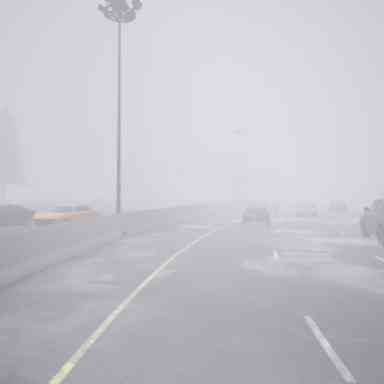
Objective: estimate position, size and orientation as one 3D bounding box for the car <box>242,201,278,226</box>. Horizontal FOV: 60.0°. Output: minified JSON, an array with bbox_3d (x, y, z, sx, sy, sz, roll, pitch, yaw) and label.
[{"bbox_3d":[4.806,1.559,24.187,2.128,1.511,4.902,0,0,17],"label":"car"}]

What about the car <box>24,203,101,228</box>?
[{"bbox_3d":[-7.499,1.463,20.378,1.882,1.535,5.008,0,0,15],"label":"car"}]

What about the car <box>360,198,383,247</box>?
[{"bbox_3d":[9.370,1.302,15.186,2.150,2.045,5.566,0,0,15],"label":"car"}]

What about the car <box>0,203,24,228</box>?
[{"bbox_3d":[-11.351,1.438,19.474,1.882,1.535,5.008,0,0,15],"label":"car"}]

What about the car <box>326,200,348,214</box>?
[{"bbox_3d":[16.600,1.637,38.218,1.882,1.535,5.008,0,0,18],"label":"car"}]

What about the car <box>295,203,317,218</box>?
[{"bbox_3d":[11.030,1.717,32.312,1.895,1.301,4.718,0,0,18],"label":"car"}]

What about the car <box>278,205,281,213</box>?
[{"bbox_3d":[8.327,1.652,35.421,2.033,1.411,5.357,0,0,18],"label":"car"}]
